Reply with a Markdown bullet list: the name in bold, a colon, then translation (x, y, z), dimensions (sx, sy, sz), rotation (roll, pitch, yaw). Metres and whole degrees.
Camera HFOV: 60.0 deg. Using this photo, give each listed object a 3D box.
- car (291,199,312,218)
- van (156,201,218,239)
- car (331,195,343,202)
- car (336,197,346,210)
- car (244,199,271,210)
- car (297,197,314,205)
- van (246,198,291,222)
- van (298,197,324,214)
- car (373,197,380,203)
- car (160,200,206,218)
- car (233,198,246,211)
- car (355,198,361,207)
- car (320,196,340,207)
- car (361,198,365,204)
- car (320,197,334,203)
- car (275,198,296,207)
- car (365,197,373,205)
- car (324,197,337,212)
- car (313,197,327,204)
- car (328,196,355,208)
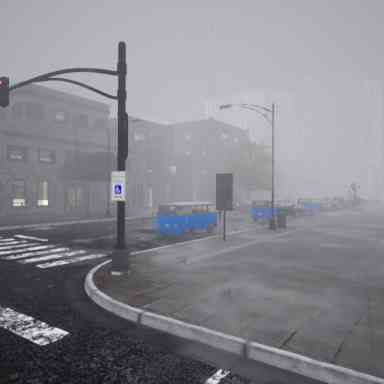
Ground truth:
- **car**: translation (9.390, 1.655, 31.230), dimensions (1.887, 1.381, 4.507), rotation (0, 0, 35)
- **van**: translation (-0.136, 1.406, 17.679), dimensions (1.690, 1.788, 3.998), rotation (0, 0, 35)
- **car**: translation (37.478, 1.711, 85.753), dimensions (1.967, 1.590, 4.097), rotation (0, 0, 35)
- **car**: translation (18.917, 1.729, 44.781), dimensions (1.947, 1.339, 4.313), rotation (0, 0, 35)
- **car**: translation (8.897, 1.628, 45.100), dimensions (1.887, 1.381, 4.507), rotation (0, 0, 35)
- **car**: translation (21.600, 1.705, 63.167), dimensions (1.887, 1.381, 4.507), rotation (0, 0, 35)
- **van**: translation (6.216, 1.436, 26.713), dimensions (1.690, 1.788, 3.998), rotation (0, 0, 35)
- **van**: translation (12.567, 1.468, 35.747), dimensions (1.690, 1.788, 3.998), rotation (0, 0, 35)
- **car**: translation (44.324, 1.899, 80.919), dimensions (1.947, 1.339, 4.313), rotation (0, 0, 35)
- **car**: translation (-0.728, 1.558, 31.408), dimensions (1.752, 1.417, 4.829), rotation (0, 0, 35)
- **car**: translation (5.722, 1.506, 40.583), dimensions (1.967, 1.590, 4.097), rotation (0, 0, 35)
- **car**: translation (25.271, 1.516, 53.817), dimensions (2.192, 1.841, 5.009), rotation (0, 0, 35)
- **car**: translation (22.873, 1.536, 54.901), dimensions (2.097, 1.767, 4.553), rotation (1, 0, 35)
- **car**: translation (28.543, 1.747, 58.473), dimensions (1.752, 1.417, 4.829), rotation (0, 0, 35)
- **car**: translation (31.126, 1.791, 76.719), dimensions (1.947, 1.339, 4.313), rotation (0, 0, 35)
- **car**: translation (15.248, 1.665, 54.133), dimensions (1.887, 1.381, 4.507), rotation (0, 0, 35)
- **car**: translation (34.796, 1.809, 67.368), dimensions (1.887, 1.381, 4.507), rotation (0, 0, 35)
- **car**: translation (15.840, 1.671, 40.404), dimensions (1.752, 1.417, 4.829), rotation (0, 0, 35)
- **car**: translation (27.853, 1.728, 72.062), dimensions (1.752, 1.417, 4.829), rotation (0, 0, 35)
- **car**: translation (22.095, 1.497, 49.300), dimensions (2.192, 1.841, 5.009), rotation (0, 0, 35)
